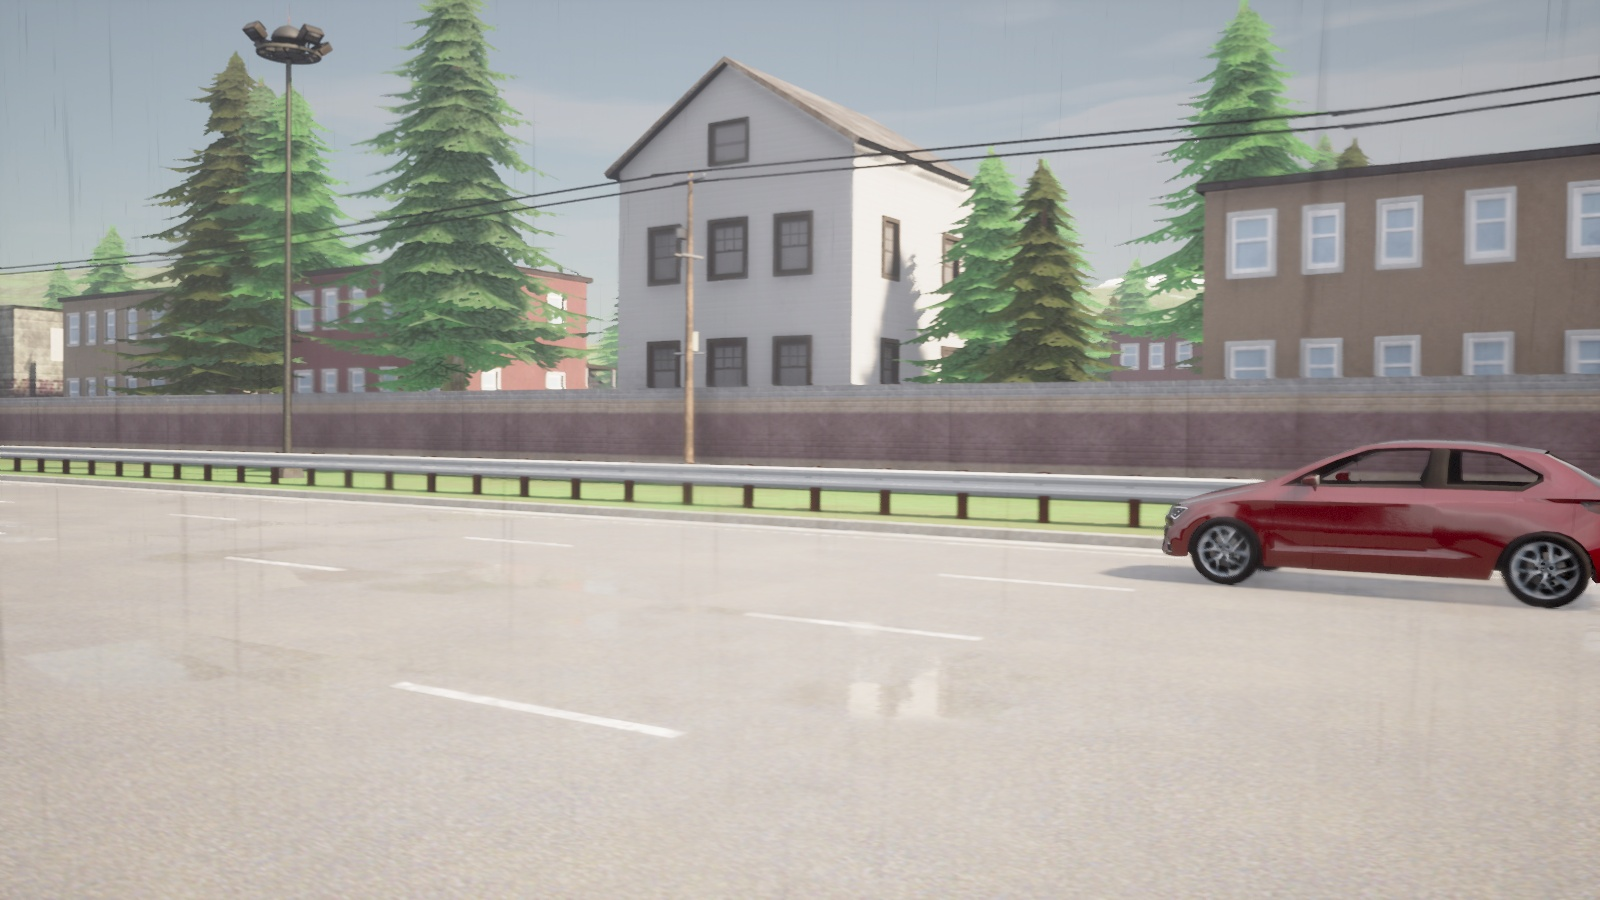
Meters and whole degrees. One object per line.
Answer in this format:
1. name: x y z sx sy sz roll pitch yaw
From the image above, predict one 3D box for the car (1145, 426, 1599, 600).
1. car: 5.770 0.524 12.395 4.193 1.474 1.816 0 1 34
